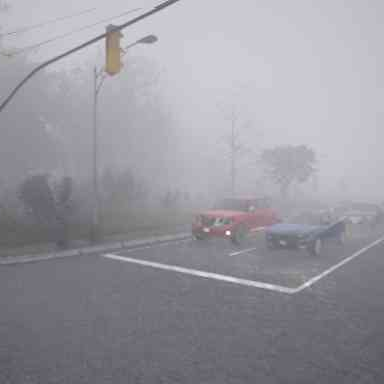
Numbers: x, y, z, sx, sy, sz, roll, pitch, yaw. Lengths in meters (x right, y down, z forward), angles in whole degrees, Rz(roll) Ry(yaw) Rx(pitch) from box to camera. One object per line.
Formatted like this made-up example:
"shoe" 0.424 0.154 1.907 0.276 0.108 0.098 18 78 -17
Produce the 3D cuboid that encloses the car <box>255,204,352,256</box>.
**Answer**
"car" 4.689 1.481 13.440 1.882 1.535 5.008 0 0 39

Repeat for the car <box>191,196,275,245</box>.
"car" 2.262 1.228 16.041 2.150 2.045 5.566 0 0 37

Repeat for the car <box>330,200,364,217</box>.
"car" 14.857 1.526 31.694 1.895 1.301 4.718 0 1 39

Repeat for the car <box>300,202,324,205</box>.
"car" 8.543 1.486 23.837 2.128 1.511 4.902 0 0 39

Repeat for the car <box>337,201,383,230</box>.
"car" 11.078 1.485 21.402 2.128 1.511 4.902 0 0 39

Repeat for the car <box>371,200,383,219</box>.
"car" 17.528 1.470 29.432 2.033 1.411 5.357 0 1 39
